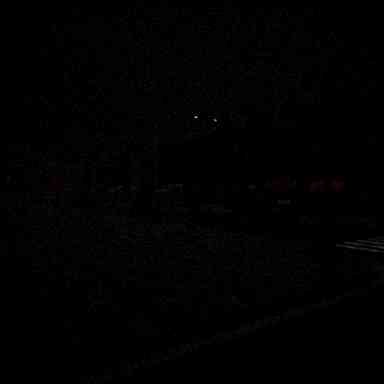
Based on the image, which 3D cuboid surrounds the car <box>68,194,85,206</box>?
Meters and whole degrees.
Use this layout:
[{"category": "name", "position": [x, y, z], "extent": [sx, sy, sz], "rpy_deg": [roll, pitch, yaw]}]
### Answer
[{"category": "car", "position": [-18.477, 1.278, 53.807], "extent": [2.192, 1.841, 5.009], "rpy_deg": [0, 0, -36]}]

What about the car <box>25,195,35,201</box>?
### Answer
[{"category": "car", "position": [-41.867, 1.546, 85.955], "extent": [2.008, 1.369, 4.403], "rpy_deg": [0, 0, -36]}]

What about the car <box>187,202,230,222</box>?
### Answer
[{"category": "car", "position": [1.472, 1.514, 26.389], "extent": [1.752, 1.417, 4.829], "rpy_deg": [0, 0, -36]}]

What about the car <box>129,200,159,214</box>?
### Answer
[{"category": "car", "position": [-5.111, 1.537, 35.436], "extent": [1.947, 1.339, 4.313], "rpy_deg": [0, 0, -36]}]

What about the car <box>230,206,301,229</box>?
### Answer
[{"category": "car", "position": [4.914, 1.547, 21.659], "extent": [1.887, 1.381, 4.507], "rpy_deg": [0, 0, -36]}]

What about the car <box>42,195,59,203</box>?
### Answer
[{"category": "car", "position": [-28.501, 1.407, 67.585], "extent": [1.967, 1.590, 4.097], "rpy_deg": [0, 0, -36]}]

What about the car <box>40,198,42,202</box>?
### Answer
[{"category": "car", "position": [-31.843, 1.551, 72.178], "extent": [1.802, 1.307, 4.206], "rpy_deg": [0, 0, -36]}]

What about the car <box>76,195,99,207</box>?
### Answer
[{"category": "car", "position": [-15.135, 1.528, 49.214], "extent": [1.947, 1.339, 4.313], "rpy_deg": [0, 0, -36]}]
